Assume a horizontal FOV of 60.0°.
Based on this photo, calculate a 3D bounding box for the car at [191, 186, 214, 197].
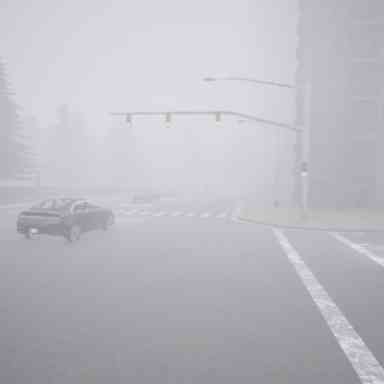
[{"bbox_3d":[1.717,-0.220,53.443,2.097,1.767,4.553,2,2,31],"label":"car"}]

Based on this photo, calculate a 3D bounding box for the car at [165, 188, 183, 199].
[{"bbox_3d":[-2.562,0.176,44.250,1.994,1.385,4.181,2,2,15],"label":"car"}]

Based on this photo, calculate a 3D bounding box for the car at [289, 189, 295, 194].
[{"bbox_3d":[20.939,0.032,63.508,4.674,1.442,1.812,1,2,-14],"label":"car"}]

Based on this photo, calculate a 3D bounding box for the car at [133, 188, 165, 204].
[{"bbox_3d":[-4.585,0.359,34.517,1.837,1.490,4.892,1,2,11],"label":"car"}]

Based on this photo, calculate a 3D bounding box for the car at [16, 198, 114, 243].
[{"bbox_3d":[-4.716,0.982,13.201,2.128,1.511,4.902,2,2,10],"label":"car"}]
